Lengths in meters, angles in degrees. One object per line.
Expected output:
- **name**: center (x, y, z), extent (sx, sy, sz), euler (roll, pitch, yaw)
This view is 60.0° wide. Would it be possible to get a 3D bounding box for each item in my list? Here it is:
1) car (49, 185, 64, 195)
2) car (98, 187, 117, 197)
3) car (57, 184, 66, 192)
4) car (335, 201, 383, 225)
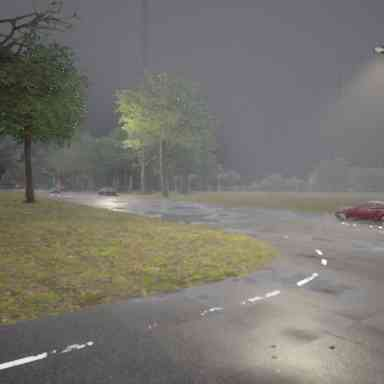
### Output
- **car**: center (-29.491, -0.234, 71.384), extent (2.033, 1.411, 5.357), euler (-1, 2, -28)
- **car**: center (-15.381, -0.079, 60.127), extent (2.097, 1.767, 4.553), euler (-1, 2, -35)
- **car**: center (-34.571, -1.002, 87.138), extent (2.150, 2.045, 5.566), euler (-1, 2, -35)
- **car**: center (11.848, 1.327, 21.877), extent (1.812, 1.442, 4.674), euler (-1, 2, -35)
